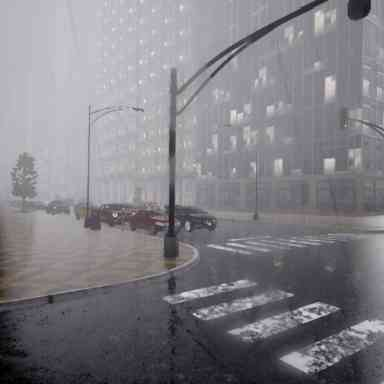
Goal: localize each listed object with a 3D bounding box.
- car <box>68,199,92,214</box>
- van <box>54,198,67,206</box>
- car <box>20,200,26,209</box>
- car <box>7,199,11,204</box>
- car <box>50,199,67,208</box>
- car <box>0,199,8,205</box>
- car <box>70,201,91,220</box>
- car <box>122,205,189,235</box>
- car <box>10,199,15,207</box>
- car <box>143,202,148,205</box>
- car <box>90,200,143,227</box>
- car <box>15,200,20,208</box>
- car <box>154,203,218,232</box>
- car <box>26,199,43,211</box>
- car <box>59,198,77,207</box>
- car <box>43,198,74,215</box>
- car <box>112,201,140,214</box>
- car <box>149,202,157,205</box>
[{"bbox_3d":[-11.997,1.817,37.830,2.128,1.511,4.902,1,-1,-35],"label":"car"},{"bbox_3d":[-27.993,2.117,70.735,1.690,1.788,3.998,1,-1,-35],"label":"van"},{"bbox_3d":[-25.078,2.029,51.960,1.947,1.339,4.313,1,-1,-35],"label":"car"},{"bbox_3d":[-34.858,2.209,65.927,1.802,1.307,4.206,1,-1,-35],"label":"car"},{"bbox_3d":[-24.653,2.143,61.461,1.837,1.490,4.892,1,-1,-35],"label":"car"},{"bbox_3d":[-41.378,2.288,75.238,2.008,1.369,4.403,1,-1,-35],"label":"car"},{"bbox_3d":[-8.681,1.713,28.544,1.752,1.417,4.829,1,-1,-35],"label":"car"},{"bbox_3d":[-2.259,1.662,19.371,1.802,1.307,4.206,1,-1,-35],"label":"car"},{"bbox_3d":[-31.599,2.123,61.271,2.008,1.369,4.403,1,-1,-35],"label":"car"},{"bbox_3d":[-6.077,1.731,29.356,1.837,1.490,4.892,1,-1,-35],"label":"car"},{"bbox_3d":[-5.519,1.575,24.029,1.967,1.590,4.097,1,-1,-35],"label":"car"},{"bbox_3d":[-28.338,2.063,56.616,1.887,1.381,4.507,1,-1,-35],"label":"car"},{"bbox_3d":[-0.312,1.634,21.119,1.837,1.490,4.892,1,-1,-33],"label":"car"},{"bbox_3d":[-21.818,1.959,47.305,2.008,1.369,4.403,1,-1,-35],"label":"car"},{"bbox_3d":[-24.733,2.036,66.079,2.192,1.841,5.009,1,-1,-35],"label":"car"},{"bbox_3d":[-15.299,1.739,37.995,1.967,1.590,4.097,1,-1,-35],"label":"car"},{"bbox_3d":[-8.531,1.974,42.938,1.752,1.417,4.829,1,-1,-35],"label":"car"},{"bbox_3d":[-1.509,1.755,28.409,1.837,1.490,4.892,1,-1,-35],"label":"car"}]
